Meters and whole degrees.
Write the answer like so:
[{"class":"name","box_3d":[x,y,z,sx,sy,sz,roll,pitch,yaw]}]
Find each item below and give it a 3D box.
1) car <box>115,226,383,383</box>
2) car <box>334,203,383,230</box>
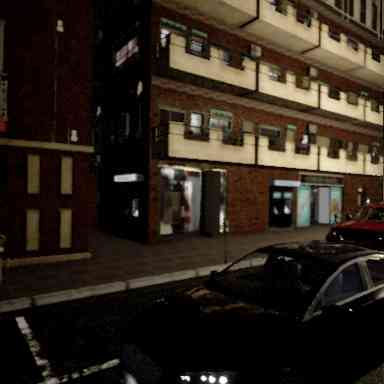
[{"class":"car","box_3d":[1.464,1.491,4.421,4.902,1.511,2.128,0,0,-35]},{"class":"car","box_3d":[6.701,1.315,11.330,5.009,1.841,2.192,0,1,-36]}]
